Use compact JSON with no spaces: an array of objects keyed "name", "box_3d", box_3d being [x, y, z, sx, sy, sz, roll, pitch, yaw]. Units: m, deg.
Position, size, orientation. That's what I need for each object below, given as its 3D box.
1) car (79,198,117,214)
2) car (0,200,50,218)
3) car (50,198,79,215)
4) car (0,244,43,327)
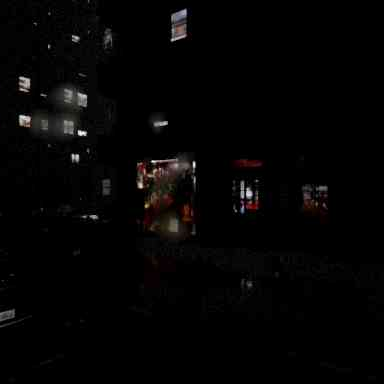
[{"name":"car","box_3d":[-7.409,1.239,31.009,2.033,1.411,5.357,0,1,35]},{"name":"car","box_3d":[-13.999,1.350,26.092,2.008,1.369,4.403,1,1,35]},{"name":"car","box_3d":[-10.904,1.250,30.513,1.752,1.417,4.829,1,1,35]},{"name":"car","box_3d":[-4.463,1.551,6.069,4.403,1.369,2.008,0,0,36]}]
